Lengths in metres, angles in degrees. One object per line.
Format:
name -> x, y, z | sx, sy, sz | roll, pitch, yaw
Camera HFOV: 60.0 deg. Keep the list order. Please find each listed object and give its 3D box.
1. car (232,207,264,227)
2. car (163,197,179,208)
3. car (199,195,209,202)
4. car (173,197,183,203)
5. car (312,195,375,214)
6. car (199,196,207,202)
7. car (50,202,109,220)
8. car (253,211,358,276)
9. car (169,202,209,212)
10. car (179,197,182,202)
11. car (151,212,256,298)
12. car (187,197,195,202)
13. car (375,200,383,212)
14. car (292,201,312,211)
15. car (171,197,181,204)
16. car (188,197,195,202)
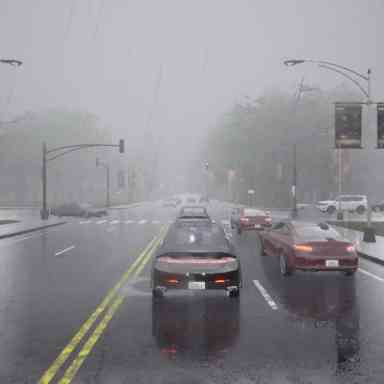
car -> 3.322, 1.555, 19.027 | 1.812, 1.442, 4.674 | 0, 0, 1
car -> -3.448, 1.760, 52.051 | 1.895, 1.301, 4.718 | 0, 0, 0
car -> 3.083, 1.642, 82.614 | 2.150, 2.045, 5.566 | 0, -1, 0
car -> -3.416, 1.946, 81.791 | 2.033, 1.411, 5.357 | 0, -1, 0
car -> 17.031, 1.399, 37.607 | 5.566, 2.045, 2.150 | 0, 0, -1
car -> 3.061, 1.952, 93.002 | 2.033, 1.411, 5.357 | 0, -1, 0
car -> -9.813, 1.588, 28.912 | 5.357, 1.411, 2.033 | 0, 0, 26
car -> 3.326, 1.533, 10.219 | 1.812, 1.442, 4.674 | 0, 0, 0
car -> 0.065, 1.517, 17.906 | 2.128, 1.511, 4.902 | 0, 0, 0
car -> -3.440, 1.706, 61.404 | 2.128, 1.511, 4.902 | 0, 0, 0
car -> 0.083, 1.496, 8.498 | 2.128, 1.511, 4.902 | 0, 0, 0
car -> -0.166, 1.893, 82.541 | 1.882, 1.535, 5.008 | 0, -1, 0
car -> 23.915, 1.695, 40.919 | 5.008, 1.535, 1.882 | 0, 0, 0
car -> 14.784, 1.772, 40.829 | 4.718, 1.301, 1.895 | 0, 0, 0
car -> -3.395, 1.851, 71.314 | 1.994, 1.385, 4.181 | 0, -1, 0
car -> -0.189, 1.965, 92.995 | 1.994, 1.385, 4.181 | 0, -1, 0
